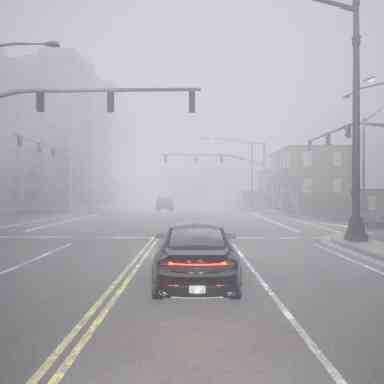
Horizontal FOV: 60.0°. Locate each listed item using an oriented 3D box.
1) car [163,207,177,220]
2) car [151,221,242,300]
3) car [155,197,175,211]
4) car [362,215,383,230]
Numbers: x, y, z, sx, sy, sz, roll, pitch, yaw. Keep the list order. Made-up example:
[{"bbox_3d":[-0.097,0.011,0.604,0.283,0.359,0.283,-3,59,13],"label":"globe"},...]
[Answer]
[{"bbox_3d":[-3.609,3.595,55.393,2.128,1.511,4.902,0,-12,0],"label":"car"},{"bbox_3d":[0.096,1.505,8.393,1.837,1.490,4.892,0,0,0],"label":"car"},{"bbox_3d":[-3.596,1.654,44.227,2.150,2.045,5.566,1,-5,0],"label":"car"},{"bbox_3d":[16.056,2.655,28.274,4.181,1.385,1.994,8,0,0],"label":"car"}]
